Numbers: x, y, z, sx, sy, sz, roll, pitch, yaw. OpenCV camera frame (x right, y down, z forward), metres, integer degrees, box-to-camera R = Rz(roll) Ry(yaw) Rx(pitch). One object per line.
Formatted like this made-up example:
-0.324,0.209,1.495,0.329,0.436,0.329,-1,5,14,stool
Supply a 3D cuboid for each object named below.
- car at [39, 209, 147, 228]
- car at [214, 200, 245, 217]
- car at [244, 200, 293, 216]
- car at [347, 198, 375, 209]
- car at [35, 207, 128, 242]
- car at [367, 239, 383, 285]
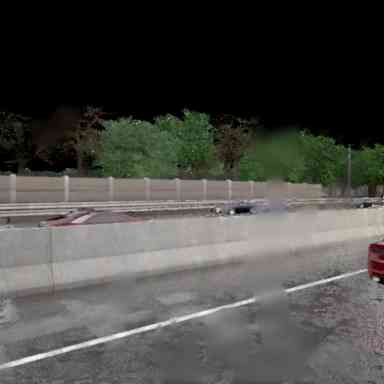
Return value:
-4.039,1.525,14.001,4.674,1.442,1.812,0,0,-35,car
4.300,1.503,31.891,4.902,1.511,2.128,0,0,-38,car
7.379,1.540,30.645,4.674,1.442,1.812,0,0,-35,car
23.612,1.569,46.301,4.892,1.490,1.837,1,-1,-35,car
-5.635,1.564,17.160,4.181,1.385,1.994,0,0,-35,car
6.328,1.481,8.241,5.008,1.535,1.882,0,0,-35,car
